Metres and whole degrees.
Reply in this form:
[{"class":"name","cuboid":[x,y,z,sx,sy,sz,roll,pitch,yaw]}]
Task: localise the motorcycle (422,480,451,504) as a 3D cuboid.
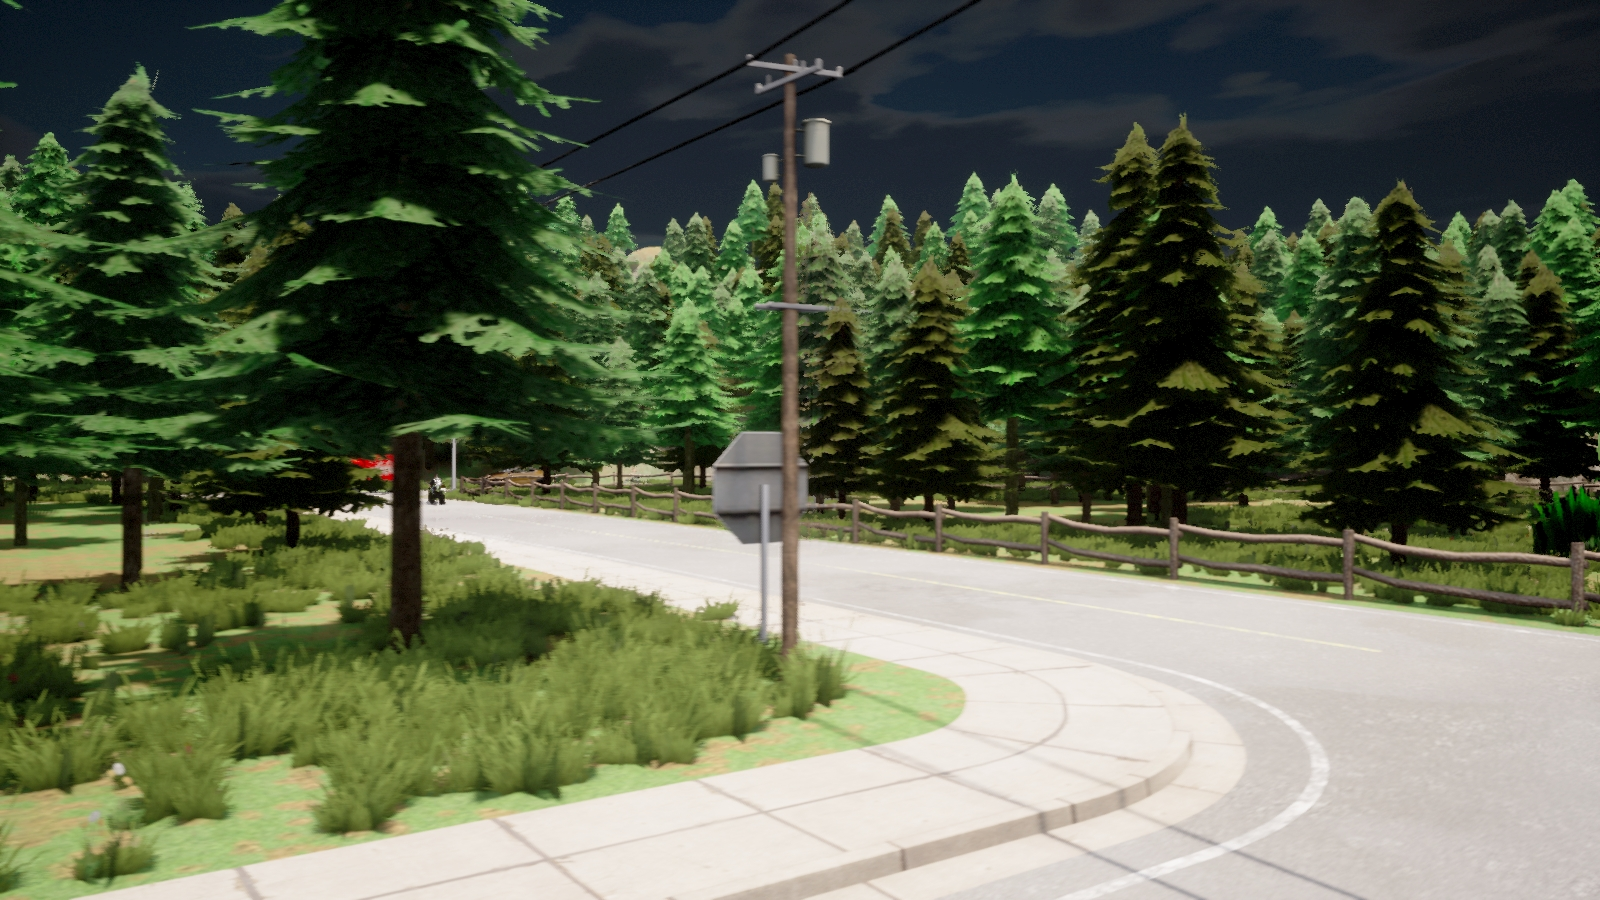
[{"class":"motorcycle","cuboid":[-18.756,2.159,58.965,0.803,1.199,2.033,0,0,-37]}]
